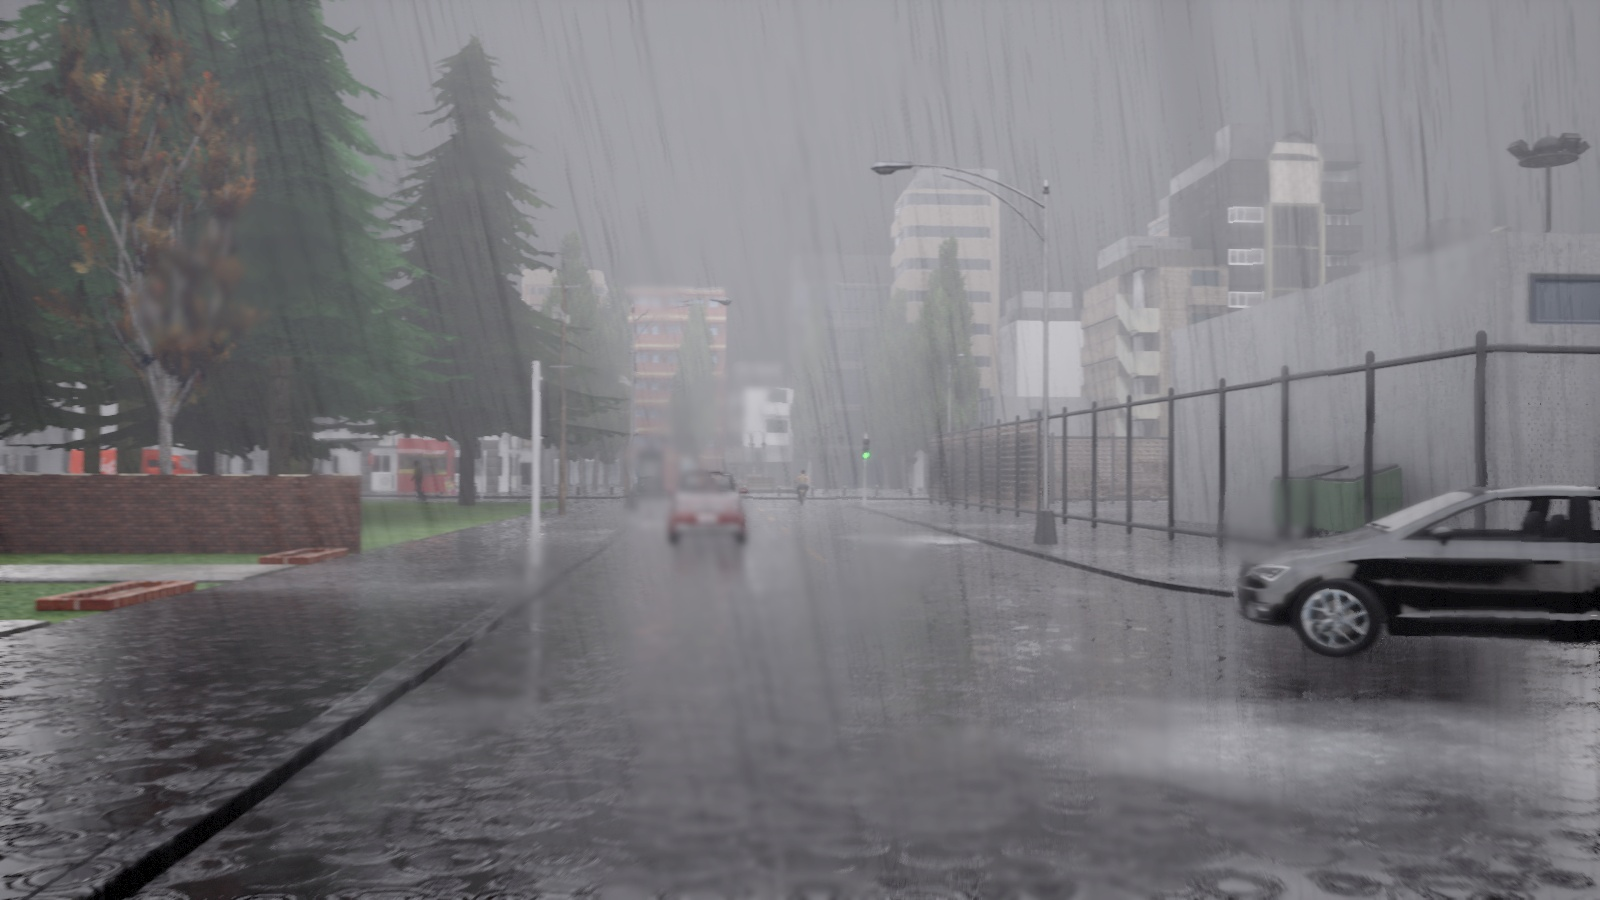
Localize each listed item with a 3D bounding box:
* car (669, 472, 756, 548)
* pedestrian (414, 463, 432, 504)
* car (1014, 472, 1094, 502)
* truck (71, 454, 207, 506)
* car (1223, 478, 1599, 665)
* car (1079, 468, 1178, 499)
[{"bbox_3d":[-1.944,1.264,27.722,1.789,1.549,3.705,0,-1,-4],"label":"car"},{"bbox_3d":[-17.059,1.532,56.849,0.709,1.840,0.431,0,-1,-9],"label":"pedestrian"},{"bbox_3d":[12.971,1.863,64.151,3.633,1.501,1.845,0,-1,-4],"label":"car"},{"bbox_3d":[-32.113,1.456,61.160,5.204,2.467,2.627,0,-1,-4],"label":"truck"},{"bbox_3d":[5.988,0.995,11.080,4.193,1.474,1.816,0,-1,17],"label":"car"},{"bbox_3d":[17.877,1.836,68.481,4.856,1.649,2.033,0,-1,-4],"label":"car"}]
